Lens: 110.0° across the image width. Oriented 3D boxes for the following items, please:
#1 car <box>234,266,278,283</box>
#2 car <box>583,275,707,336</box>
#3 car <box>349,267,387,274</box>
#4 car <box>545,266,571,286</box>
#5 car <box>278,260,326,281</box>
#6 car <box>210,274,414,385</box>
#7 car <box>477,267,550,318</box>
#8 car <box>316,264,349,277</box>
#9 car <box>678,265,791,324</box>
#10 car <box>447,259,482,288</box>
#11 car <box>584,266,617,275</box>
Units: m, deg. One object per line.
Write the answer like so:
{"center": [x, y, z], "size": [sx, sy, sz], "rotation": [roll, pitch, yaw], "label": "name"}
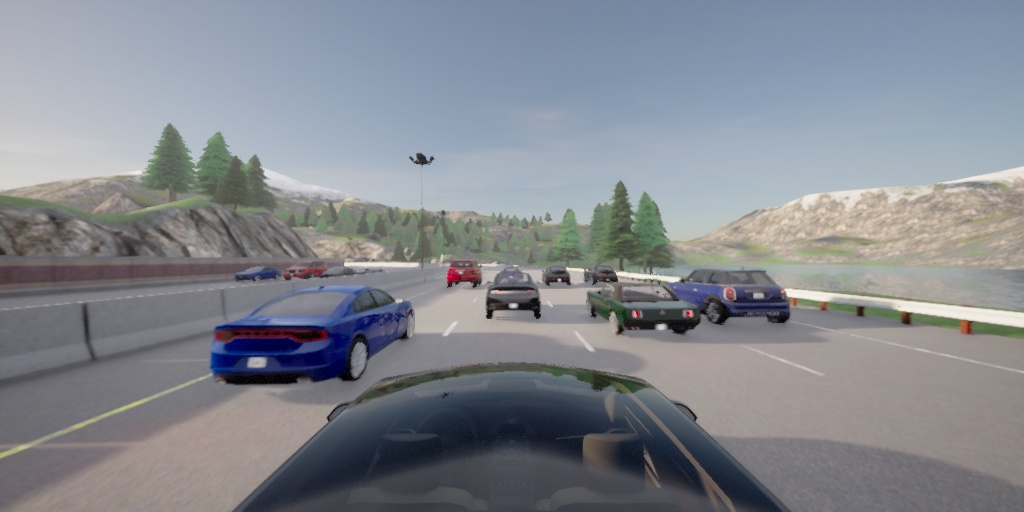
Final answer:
{"center": [-24.835, 1.733, 35.254], "size": [1.882, 1.535, 5.008], "rotation": [0, -1, -1], "label": "car"}
{"center": [3.546, 1.424, 10.729], "size": [1.895, 1.301, 4.718], "rotation": [0, -1, 0], "label": "car"}
{"center": [-14.343, 1.803, 36.323], "size": [1.895, 1.301, 4.718], "rotation": [0, -1, -1], "label": "car"}
{"center": [3.454, 1.518, 28.549], "size": [1.837, 1.490, 4.892], "rotation": [0, 0, 0], "label": "car"}
{"center": [-21.372, 1.478, 37.437], "size": [2.150, 2.045, 5.566], "rotation": [0, 0, -2], "label": "car"}
{"center": [-3.454, 1.308, 7.341], "size": [1.882, 1.535, 5.008], "rotation": [0, 0, 0], "label": "car"}
{"center": [0.037, 1.368, 13.627], "size": [2.128, 1.511, 4.902], "rotation": [0, 0, 0], "label": "car"}
{"center": [-17.860, 1.784, 37.496], "size": [2.033, 1.411, 5.357], "rotation": [0, -1, -2], "label": "car"}
{"center": [7.039, 1.170, 12.366], "size": [2.097, 1.767, 4.553], "rotation": [0, -1, 0], "label": "car"}
{"center": [-3.541, 1.265, 27.352], "size": [2.150, 2.045, 5.566], "rotation": [0, 0, 0], "label": "car"}
{"center": [6.954, 1.497, 28.542], "size": [1.837, 1.490, 4.892], "rotation": [0, 0, 0], "label": "car"}
